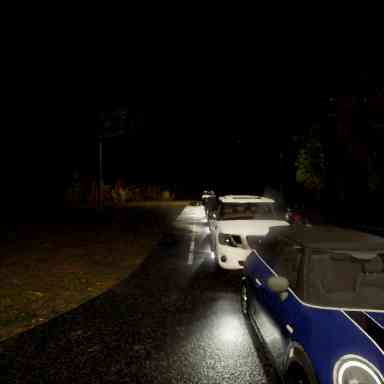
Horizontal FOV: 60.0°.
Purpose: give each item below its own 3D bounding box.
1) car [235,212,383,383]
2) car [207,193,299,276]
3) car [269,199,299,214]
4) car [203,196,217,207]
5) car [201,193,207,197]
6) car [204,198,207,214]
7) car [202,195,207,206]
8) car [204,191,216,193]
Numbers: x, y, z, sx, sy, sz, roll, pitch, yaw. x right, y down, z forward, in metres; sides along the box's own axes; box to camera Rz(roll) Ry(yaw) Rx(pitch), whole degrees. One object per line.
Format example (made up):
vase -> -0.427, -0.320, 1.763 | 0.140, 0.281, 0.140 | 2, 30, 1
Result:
car -> 1.940, 1.338, 4.156 | 2.097, 1.767, 4.553 | 0, 0, 0
car -> 1.716, 1.160, 10.502 | 2.150, 2.045, 5.566 | 0, 0, 1
car -> 9.209, 1.425, 33.674 | 1.895, 1.301, 4.718 | 0, 0, 1
car -> 2.567, 1.314, 48.008 | 1.994, 1.385, 4.181 | 0, 0, 2
car -> 2.393, 1.275, 41.599 | 2.128, 1.511, 4.902 | 0, 0, 1
car -> 1.978, 1.380, 23.089 | 1.837, 1.490, 4.892 | 0, 0, 1
car -> 2.113, 1.322, 29.344 | 1.882, 1.535, 5.008 | 0, 0, 1
car -> 2.743, 0.938, 54.441 | 2.150, 2.045, 5.566 | 0, 0, 2
